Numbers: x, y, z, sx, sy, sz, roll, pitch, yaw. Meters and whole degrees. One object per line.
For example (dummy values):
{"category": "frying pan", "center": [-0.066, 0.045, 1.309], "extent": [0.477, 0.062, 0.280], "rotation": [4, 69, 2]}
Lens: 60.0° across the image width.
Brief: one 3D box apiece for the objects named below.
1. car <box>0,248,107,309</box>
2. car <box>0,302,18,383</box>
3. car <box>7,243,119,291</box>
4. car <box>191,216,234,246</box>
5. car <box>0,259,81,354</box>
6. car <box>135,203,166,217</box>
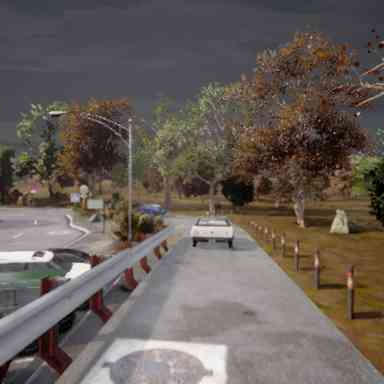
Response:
{"category": "car", "center": [-6.258, 3.453, 13.243], "extent": [5.566, 2.045, 2.435], "rotation": [0, 3, -16]}
{"category": "car", "center": [-6.619, 3.944, 7.213], "extent": [4.553, 1.767, 2.185], "rotation": [0, 4, -17]}
{"category": "car", "center": [-6.081, 3.550, 16.273], "extent": [4.792, 1.488, 2.163], "rotation": [0, 3, -16]}
{"category": "car", "center": [1.039, 1.852, 16.623], "extent": [1.895, 1.301, 4.718], "rotation": [1, -1, 4]}
{"category": "car", "center": [-6.486, 3.636, 10.196], "extent": [5.566, 2.045, 2.435], "rotation": [0, 4, -17]}
{"category": "car", "center": [-4.901, 1.975, 37.436], "extent": [4.674, 1.442, 1.812], "rotation": [0, 2, 41]}
